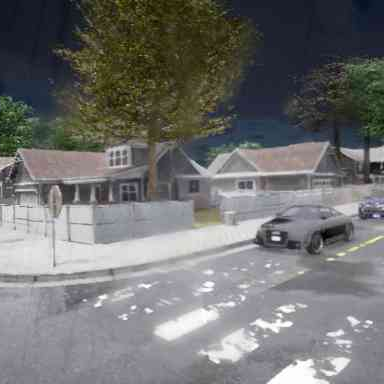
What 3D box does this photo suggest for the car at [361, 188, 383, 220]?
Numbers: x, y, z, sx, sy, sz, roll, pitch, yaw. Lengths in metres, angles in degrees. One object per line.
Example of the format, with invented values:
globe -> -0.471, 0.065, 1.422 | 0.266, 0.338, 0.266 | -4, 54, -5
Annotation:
car -> 11.048, 0.575, 18.703 | 2.097, 1.767, 4.553 | -1, 2, 45

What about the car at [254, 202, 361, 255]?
car -> 3.987, 1.169, 11.605 | 4.181, 1.385, 1.994 | -3, 2, -44
